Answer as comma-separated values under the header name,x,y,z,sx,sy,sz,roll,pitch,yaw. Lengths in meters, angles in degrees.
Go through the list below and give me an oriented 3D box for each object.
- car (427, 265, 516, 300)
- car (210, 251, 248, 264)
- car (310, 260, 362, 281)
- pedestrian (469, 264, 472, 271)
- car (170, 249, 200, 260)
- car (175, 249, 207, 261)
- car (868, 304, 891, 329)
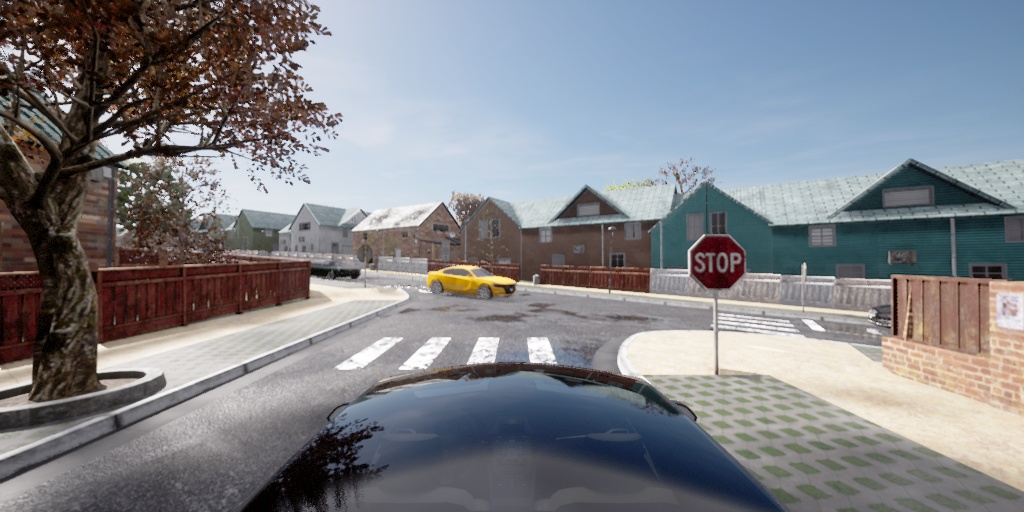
name,x,y,z,sx,sy,sz,roll,pitch,yaw
car,-2.127,1.265,18.376,5.008,1.535,1.882,2,0,32
car,-25.458,0.369,33.128,5.008,1.535,1.882,2,0,32
car,-12.662,0.957,25.046,4.718,1.301,1.895,2,0,32
pedestrian,-3.047,1.179,25.907,0.375,1.300,0.375,-1,-5,32
car,-38.307,-0.048,41.331,4.892,1.490,1.837,1,-1,33
car,-42.105,-0.132,47.001,4.674,1.442,1.812,2,-1,32
car,14.656,1.963,11.288,4.892,1.490,1.837,2,0,32
